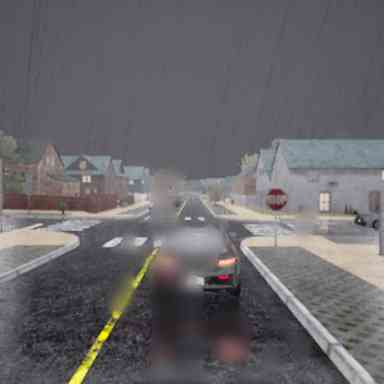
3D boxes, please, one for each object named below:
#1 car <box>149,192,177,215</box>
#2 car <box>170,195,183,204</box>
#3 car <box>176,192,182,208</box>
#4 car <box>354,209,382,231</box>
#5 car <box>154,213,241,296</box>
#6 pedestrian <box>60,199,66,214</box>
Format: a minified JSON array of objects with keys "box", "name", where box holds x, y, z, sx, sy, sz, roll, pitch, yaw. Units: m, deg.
[{"box":[-2.769,1.194,31.237,2.097,1.767,4.553,0,0,0],"name":"car"},{"box":[-2.671,1.268,56.758,1.994,1.385,4.181,0,0,0],"name":"car"},{"box":[-2.744,0.999,43.891,2.150,2.045,5.566,0,0,0],"name":"car"},{"box":[12.882,1.720,21.586,4.181,1.385,1.994,1,2,1],"name":"car"},{"box":[0.173,1.482,8.466,1.812,1.442,4.674,0,0,2],"name":"car"},{"box":[-9.626,1.122,24.899,0.500,1.100,0.500,0,0,1],"name":"pedestrian"}]
